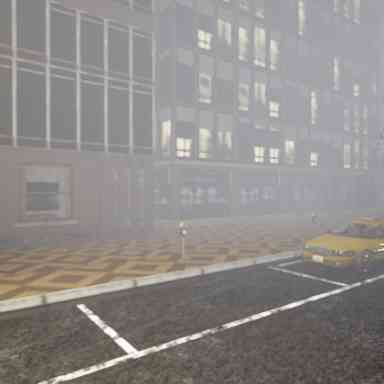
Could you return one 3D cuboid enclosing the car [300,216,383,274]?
[{"bbox_3d":[5.369,1.464,10.393,4.829,1.417,1.752,0,0,-36],"label":"car"}]
